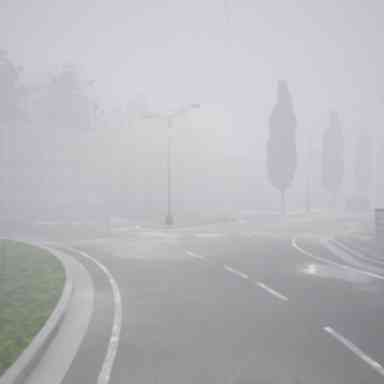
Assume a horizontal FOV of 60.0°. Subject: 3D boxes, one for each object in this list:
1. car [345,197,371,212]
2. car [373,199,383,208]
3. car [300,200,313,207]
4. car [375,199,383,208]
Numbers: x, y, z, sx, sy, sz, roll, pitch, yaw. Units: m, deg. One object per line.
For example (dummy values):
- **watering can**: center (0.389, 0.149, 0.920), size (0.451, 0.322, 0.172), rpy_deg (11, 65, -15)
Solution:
- **car**: center (23.035, 1.648, 46.225), size (2.150, 2.045, 5.566), rpy_deg (-1, 0, 41)
- **car**: center (33.541, 2.023, 58.228), size (2.128, 1.511, 4.902), rpy_deg (-1, -1, 42)
- **car**: center (22.098, 2.114, 64.146), size (1.895, 1.301, 4.718), rpy_deg (0, -1, 12)
- **car**: center (26.566, 1.934, 44.923), size (1.812, 1.442, 4.674), rpy_deg (-1, 0, 42)
